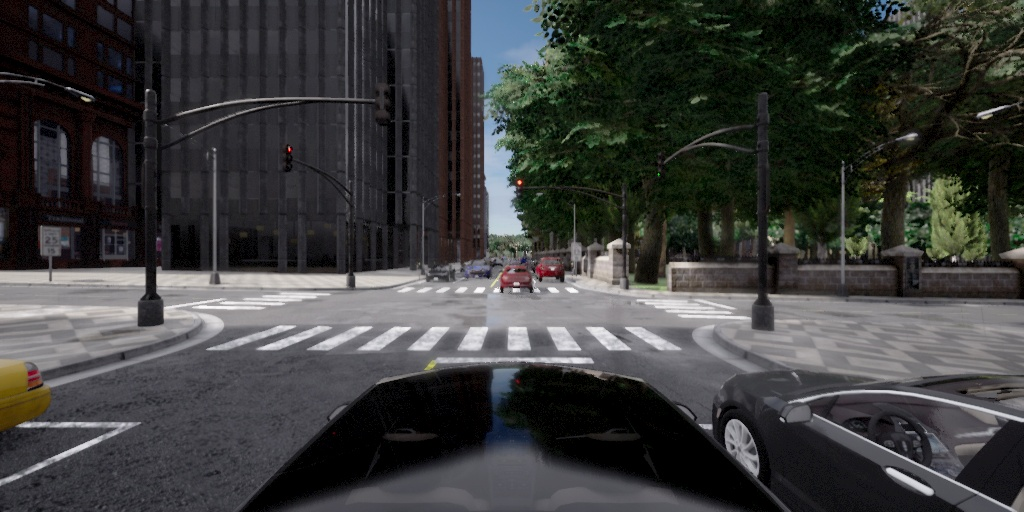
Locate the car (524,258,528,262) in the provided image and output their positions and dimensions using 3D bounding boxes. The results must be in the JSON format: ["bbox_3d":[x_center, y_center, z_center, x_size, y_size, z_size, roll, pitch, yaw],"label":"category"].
[{"bbox_3d":[3.144,1.294,50.233,2.007,1.370,4.403,0,0,0],"label":"car"}]

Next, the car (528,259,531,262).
[{"bbox_3d":[3.058,1.307,39.320,1.948,1.339,4.313,0,0,0],"label":"car"}]

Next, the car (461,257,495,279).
[{"bbox_3d":[-2.865,1.091,31.591,2.097,1.767,4.553,0,0,0],"label":"car"}]

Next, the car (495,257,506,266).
[{"bbox_3d":[-2.515,1.255,63.523,1.837,1.490,4.892,0,-1,1],"label":"car"}]

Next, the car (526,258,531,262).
[{"bbox_3d":[3.101,1.293,44.776,2.007,1.370,4.403,0,0,0],"label":"car"}]

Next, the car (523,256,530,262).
[{"bbox_3d":[3.188,1.185,55.689,1.967,1.591,4.097,0,0,0],"label":"car"}]

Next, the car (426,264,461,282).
[{"bbox_3d":[-5.553,1.304,28.466,1.948,1.339,4.313,0,0,0],"label":"car"}]

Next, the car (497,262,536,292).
[{"bbox_3d":[0.254,1.280,21.145,1.812,1.442,4.674,0,0,0],"label":"car"}]

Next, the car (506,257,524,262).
[{"bbox_3d":[0.505,1.294,58.974,2.033,1.411,5.357,0,0,1],"label":"car"}]

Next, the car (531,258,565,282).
[{"bbox_3d":[2.972,1.053,28.408,2.192,1.841,5.009,0,0,0],"label":"car"}]

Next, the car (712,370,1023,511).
[{"bbox_3d":[2.760,1.300,1.744,2.007,1.370,4.403,0,0,0],"label":"car"}]

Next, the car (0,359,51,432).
[{"bbox_3d":[-5.766,1.275,1.633,1.751,1.417,4.829,0,0,0],"label":"car"}]
